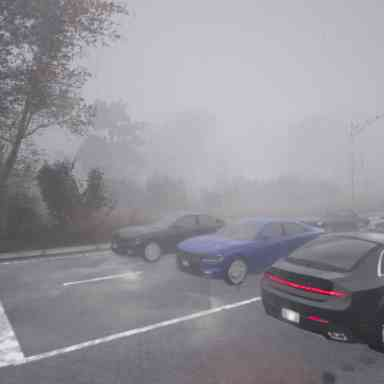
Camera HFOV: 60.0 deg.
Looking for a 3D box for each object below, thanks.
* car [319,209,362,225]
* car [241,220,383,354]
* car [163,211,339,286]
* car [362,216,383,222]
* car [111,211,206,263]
[{"bbox_3d":[7.516,1.616,17.950,4.718,1.301,1.895,0,0,-36],"label":"car"},{"bbox_3d":[3.378,1.511,6.157,4.892,1.490,1.837,0,0,-36],"label":"car"},{"bbox_3d":[1.879,1.484,9.630,5.008,1.535,1.882,0,0,-35],"label":"car"},{"bbox_3d":[10.135,1.541,15.517,4.674,1.442,1.812,0,0,-36],"label":"car"},{"bbox_3d":[-0.459,1.484,12.263,5.008,1.535,1.882,0,0,-35],"label":"car"}]
